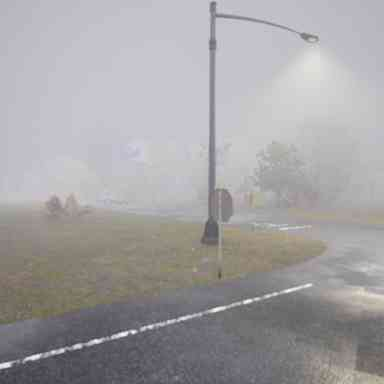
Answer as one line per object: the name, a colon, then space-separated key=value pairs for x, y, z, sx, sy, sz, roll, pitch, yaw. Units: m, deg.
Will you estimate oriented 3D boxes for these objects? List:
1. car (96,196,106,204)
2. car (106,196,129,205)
car: x=-16.066 y=1.428 z=61.042 sx=1.812 sy=1.442 sz=4.674 roll=0 pitch=0 yaw=-34
car: x=-12.238 y=1.516 z=55.360 sx=1.895 sy=1.301 sz=4.718 roll=0 pitch=0 yaw=-33
